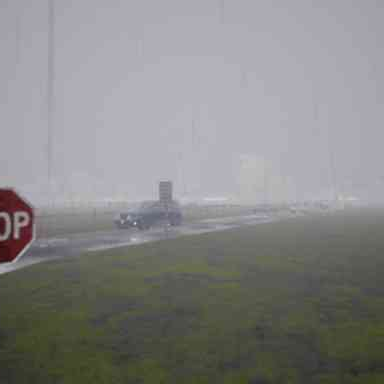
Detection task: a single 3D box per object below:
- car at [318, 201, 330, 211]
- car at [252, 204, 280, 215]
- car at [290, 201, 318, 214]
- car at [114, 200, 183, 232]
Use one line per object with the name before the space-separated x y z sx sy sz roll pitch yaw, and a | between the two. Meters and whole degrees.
car | 20.102 2.141 51.823 1.837 1.490 4.892 -1 -1 35
car | 9.148 2.156 40.964 1.895 1.301 4.718 -1 -1 35
car | 14.579 2.148 43.755 1.895 1.301 4.718 -1 -1 35
car | -2.899 1.579 23.603 2.150 2.045 5.566 -1 -1 35
